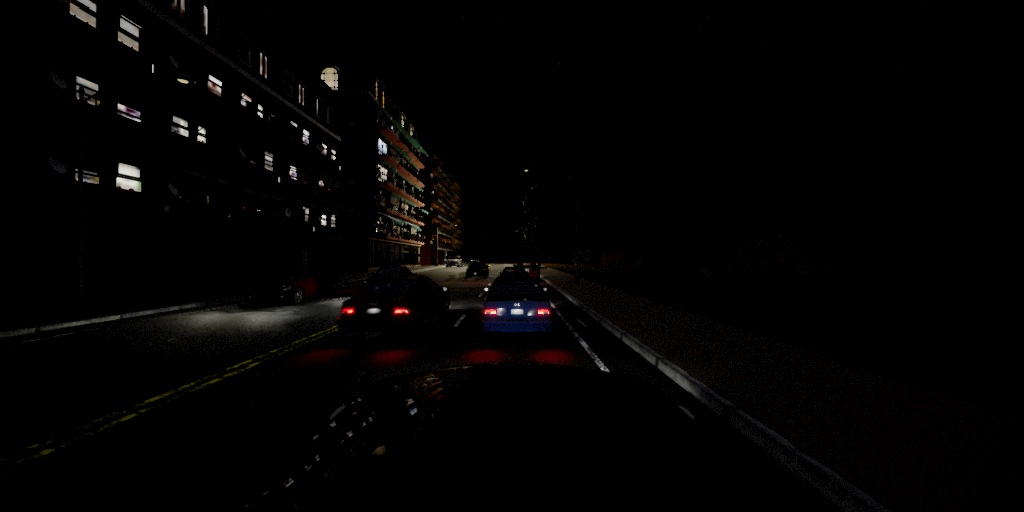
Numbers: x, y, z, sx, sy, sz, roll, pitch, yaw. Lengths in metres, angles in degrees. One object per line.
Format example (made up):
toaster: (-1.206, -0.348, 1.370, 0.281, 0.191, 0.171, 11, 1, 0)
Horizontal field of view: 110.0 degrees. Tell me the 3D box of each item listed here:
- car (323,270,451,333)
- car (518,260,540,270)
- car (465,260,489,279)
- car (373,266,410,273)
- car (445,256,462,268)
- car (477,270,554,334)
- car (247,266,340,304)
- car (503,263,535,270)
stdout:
car: (-3.140, 1.298, 10.663, 2.033, 1.411, 5.357, 0, 0, 0)
car: (1.173, 1.104, 29.833, 2.097, 1.767, 4.553, 0, 0, 0)
car: (-3.112, 1.279, 32.838, 1.812, 1.442, 4.674, 0, 0, 0)
car: (-6.579, 1.278, 19.769, 1.812, 1.442, 4.674, 0, 0, 0)
car: (-9.752, 0.976, 60.202, 2.150, 2.045, 5.566, 0, 0, 0)
car: (0.112, 1.299, 10.565, 2.033, 1.411, 5.357, 0, 0, 0)
car: (-9.831, 1.230, 16.595, 1.882, 1.535, 5.008, 0, 0, 0)
car: (0.118, 1.317, 20.898, 1.994, 1.385, 4.181, 0, 0, 1)
